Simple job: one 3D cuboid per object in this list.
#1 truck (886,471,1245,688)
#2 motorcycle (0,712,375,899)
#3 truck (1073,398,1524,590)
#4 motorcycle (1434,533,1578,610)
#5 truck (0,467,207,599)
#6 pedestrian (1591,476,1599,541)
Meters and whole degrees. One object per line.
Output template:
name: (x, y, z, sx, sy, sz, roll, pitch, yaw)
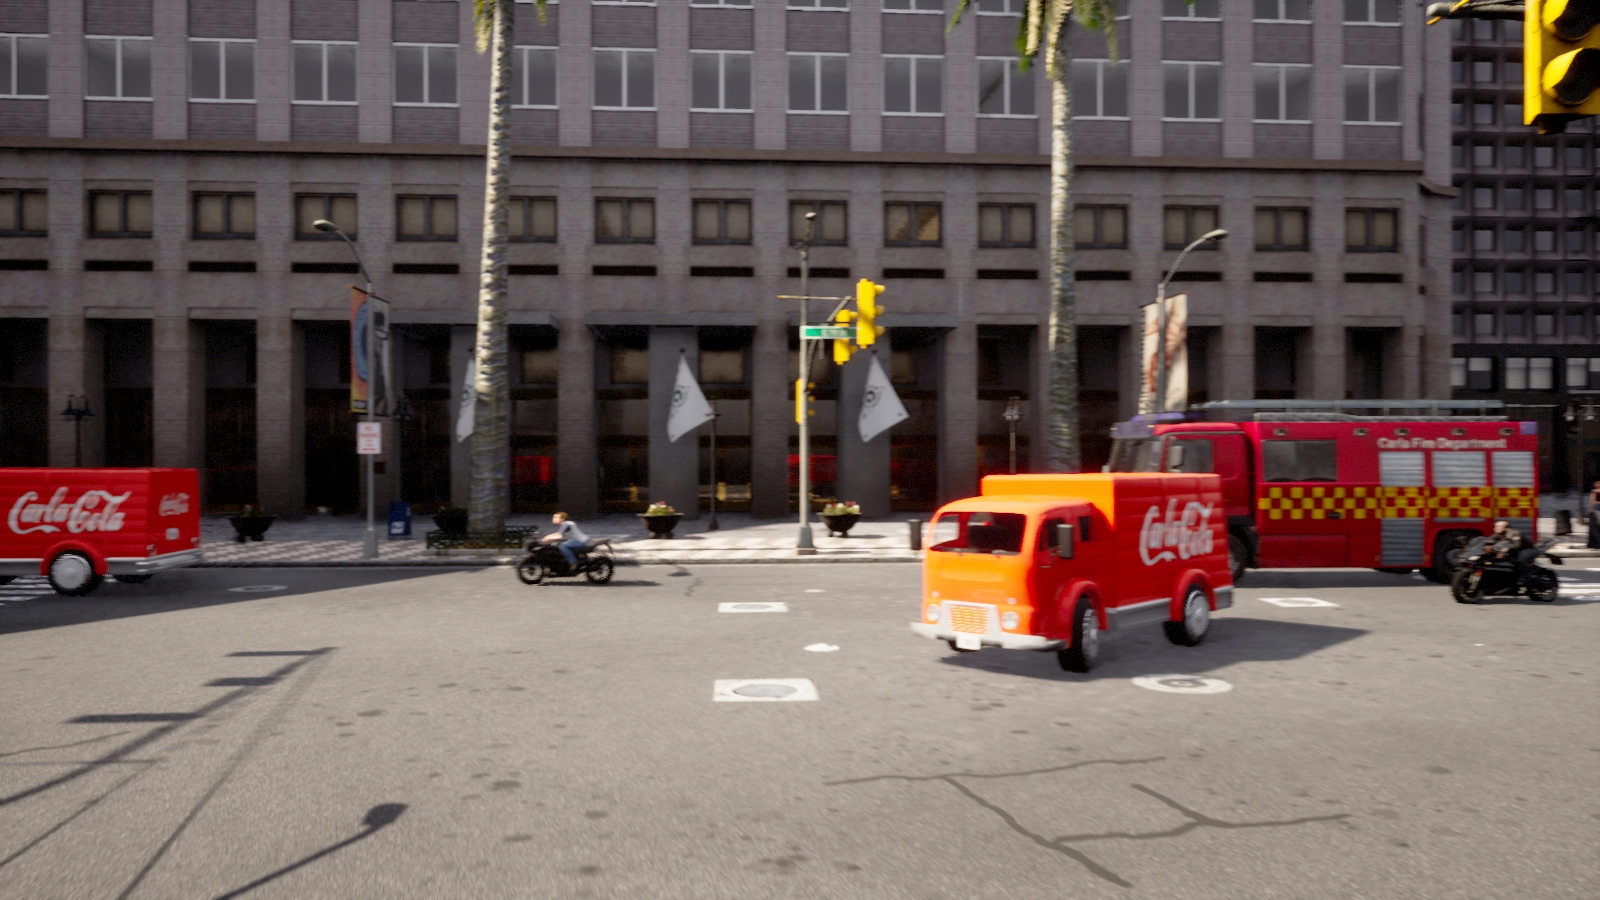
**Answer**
truck: (3.899, 1.564, 16.142, 2.627, 2.467, 5.204, -1, -1, 44)
motorcycle: (-3.665, 2.218, 6.727, 2.033, 1.145, 0.803, 0, 0, -3)
truck: (10.473, 0.876, 24.532, 8.468, 3.827, 2.891, 0, 0, -3)
motorcycle: (12.819, 2.188, 20.764, 2.209, 1.251, 0.867, 0, 0, -11)
truck: (-15.201, 1.590, 22.979, 5.204, 2.467, 2.627, 0, 0, -3)
pedestrian: (22.926, 1.666, 32.662, 0.375, 1.860, 0.375, 0, 0, -29)
